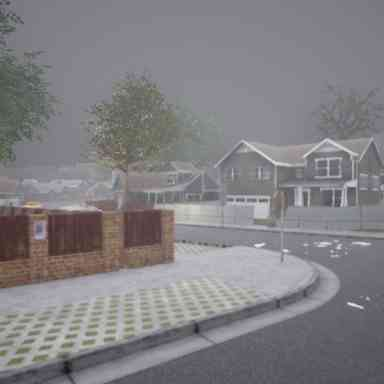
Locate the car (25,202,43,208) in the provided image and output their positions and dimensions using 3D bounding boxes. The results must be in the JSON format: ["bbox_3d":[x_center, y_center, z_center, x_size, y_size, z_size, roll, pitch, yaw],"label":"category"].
[{"bbox_3d":[-20.549,2.050,43.117,1.882,1.535,5.008,1,-1,-30],"label":"car"}]

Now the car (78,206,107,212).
[{"bbox_3d":[-7.679,1.824,25.580,1.812,1.442,4.674,1,-1,-42],"label":"car"}]
